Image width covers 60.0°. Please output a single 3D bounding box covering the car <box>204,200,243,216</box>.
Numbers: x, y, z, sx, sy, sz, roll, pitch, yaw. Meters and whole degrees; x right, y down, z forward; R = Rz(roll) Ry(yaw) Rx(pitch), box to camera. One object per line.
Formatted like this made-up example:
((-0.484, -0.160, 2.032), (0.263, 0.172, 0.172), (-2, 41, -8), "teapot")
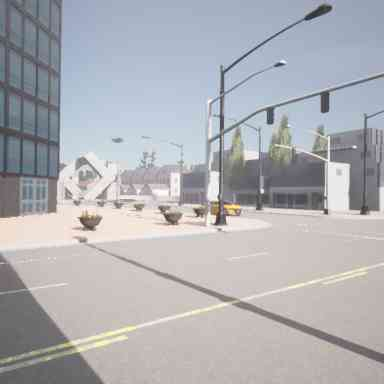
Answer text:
((2.991, 1.563, 33.674), (1.882, 1.535, 5.008), (1, -1, -35), "car")
